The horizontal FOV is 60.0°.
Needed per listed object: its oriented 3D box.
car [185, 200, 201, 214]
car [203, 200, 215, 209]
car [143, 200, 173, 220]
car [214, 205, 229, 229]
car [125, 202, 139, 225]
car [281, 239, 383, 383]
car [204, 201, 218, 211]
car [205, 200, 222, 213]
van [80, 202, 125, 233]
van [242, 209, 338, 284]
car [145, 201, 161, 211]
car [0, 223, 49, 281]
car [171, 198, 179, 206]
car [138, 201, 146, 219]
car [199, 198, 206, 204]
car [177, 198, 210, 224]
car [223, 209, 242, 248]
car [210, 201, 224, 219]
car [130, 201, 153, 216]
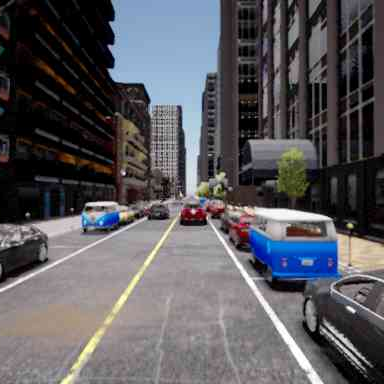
[{"bbox_3d":[0.132,1.886,42.321,1.882,1.535,5.008,0,0,0],"label":"car"},{"bbox_3d":[2.731,2.073,55.103,1.752,1.417,4.829,0,-1,0],"label":"car"},{"bbox_3d":[-3.075,1.804,31.286,1.837,1.490,4.892,0,-1,0],"label":"car"},{"bbox_3d":[2.706,1.752,20.955,2.008,1.369,4.403,0,-1,0],"label":"car"},{"bbox_3d":[-5.670,1.779,26.456,1.752,1.417,4.829,0,-1,0],"label":"car"},{"bbox_3d":[2.693,1.590,3.964,2.008,1.369,4.403,0,-1,0],"label":"car"},{"bbox_3d":[2.727,2.027,49.271,1.887,1.381,4.507,0,-1,0],"label":"car"},{"bbox_3d":[2.723,1.862,43.610,1.967,1.590,4.097,0,-1,0],"label":"car"},{"bbox_3d":[-5.674,1.542,20.964,1.690,1.788,3.998,0,-1,0],"label":"van"},{"bbox_3d":[2.697,1.434,9.629,1.690,1.788,3.998,0,-1,0],"label":"van"},{"bbox_3d":[-5.653,2.005,49.107,1.752,1.417,4.829,0,-1,0],"label":"car"},{"bbox_3d":[-5.683,1.643,9.634,2.008,1.369,4.403,0,-1,0],"label":"car"},{"bbox_3d":[-2.944,2.094,72.488,2.097,1.767,4.553,0,-1,0],"label":"car"},{"bbox_3d":[-5.666,1.875,32.289,1.947,1.339,4.313,0,-1,0],"label":"car"},{"bbox_3d":[2.757,2.465,89.085,1.752,1.417,4.829,0,-1,0],"label":"car"},{"bbox_3d":[0.119,1.614,27.460,2.097,1.767,4.553,0,-1,0],"label":"car"},{"bbox_3d":[2.702,1.692,15.291,1.887,1.381,4.507,0,-1,0],"label":"car"},{"bbox_3d":[2.714,1.855,32.283,1.887,1.381,4.507,0,-1,0],"label":"car"},{"bbox_3d":[-5.661,1.804,37.952,1.967,1.590,4.097,0,-1,0],"label":"car"}]
